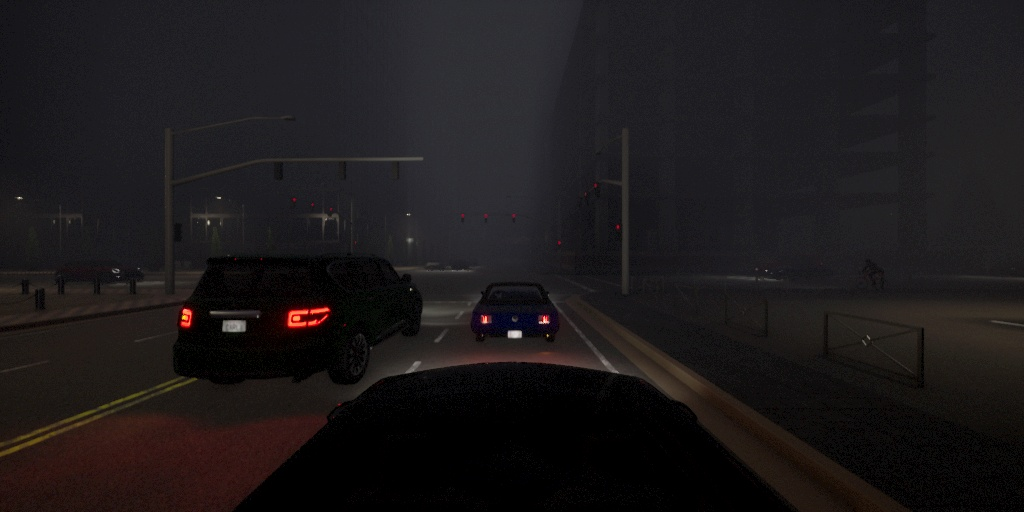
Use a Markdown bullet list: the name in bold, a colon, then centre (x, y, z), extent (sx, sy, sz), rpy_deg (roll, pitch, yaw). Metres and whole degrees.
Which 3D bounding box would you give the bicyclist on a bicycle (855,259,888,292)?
- **bicyclist on a bicycle**: centre (18.331, 0.969, 18.309), extent (0.582, 1.620, 1.656), rpy_deg (0, 0, 0)

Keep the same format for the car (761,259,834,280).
- **car**: centre (23.520, 1.173, 29.294), extent (4.674, 1.442, 1.812), rpy_deg (0, 0, -1)

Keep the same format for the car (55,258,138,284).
- **car**: centre (-28.761, 1.006, 25.128), extent (4.553, 1.767, 2.097), rpy_deg (0, 0, 0)

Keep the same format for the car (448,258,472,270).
- **car**: centre (-7.087, 1.231, 49.546), extent (1.994, 1.385, 4.181), rpy_deg (0, 0, 0)

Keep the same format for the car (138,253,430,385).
- **car**: centre (-3.438, 0.962, 7.151), extent (2.150, 2.045, 5.566), rpy_deg (0, 0, 0)

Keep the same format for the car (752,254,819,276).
- **car**: centre (25.169, 0.862, 32.816), extent (5.566, 2.045, 2.150), rpy_deg (0, 0, 0)

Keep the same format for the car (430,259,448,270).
- **car**: centre (-10.587, 1.193, 49.467), extent (1.812, 1.442, 4.674), rpy_deg (0, 0, 0)

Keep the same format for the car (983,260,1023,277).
- **car**: centre (46.877, 1.120, 32.798), extent (5.008, 1.535, 1.882), rpy_deg (0, 0, 0)

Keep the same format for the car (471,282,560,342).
- **car**: centre (0.080, 1.337, 9.665), extent (1.895, 1.301, 4.718), rpy_deg (0, 0, 0)
